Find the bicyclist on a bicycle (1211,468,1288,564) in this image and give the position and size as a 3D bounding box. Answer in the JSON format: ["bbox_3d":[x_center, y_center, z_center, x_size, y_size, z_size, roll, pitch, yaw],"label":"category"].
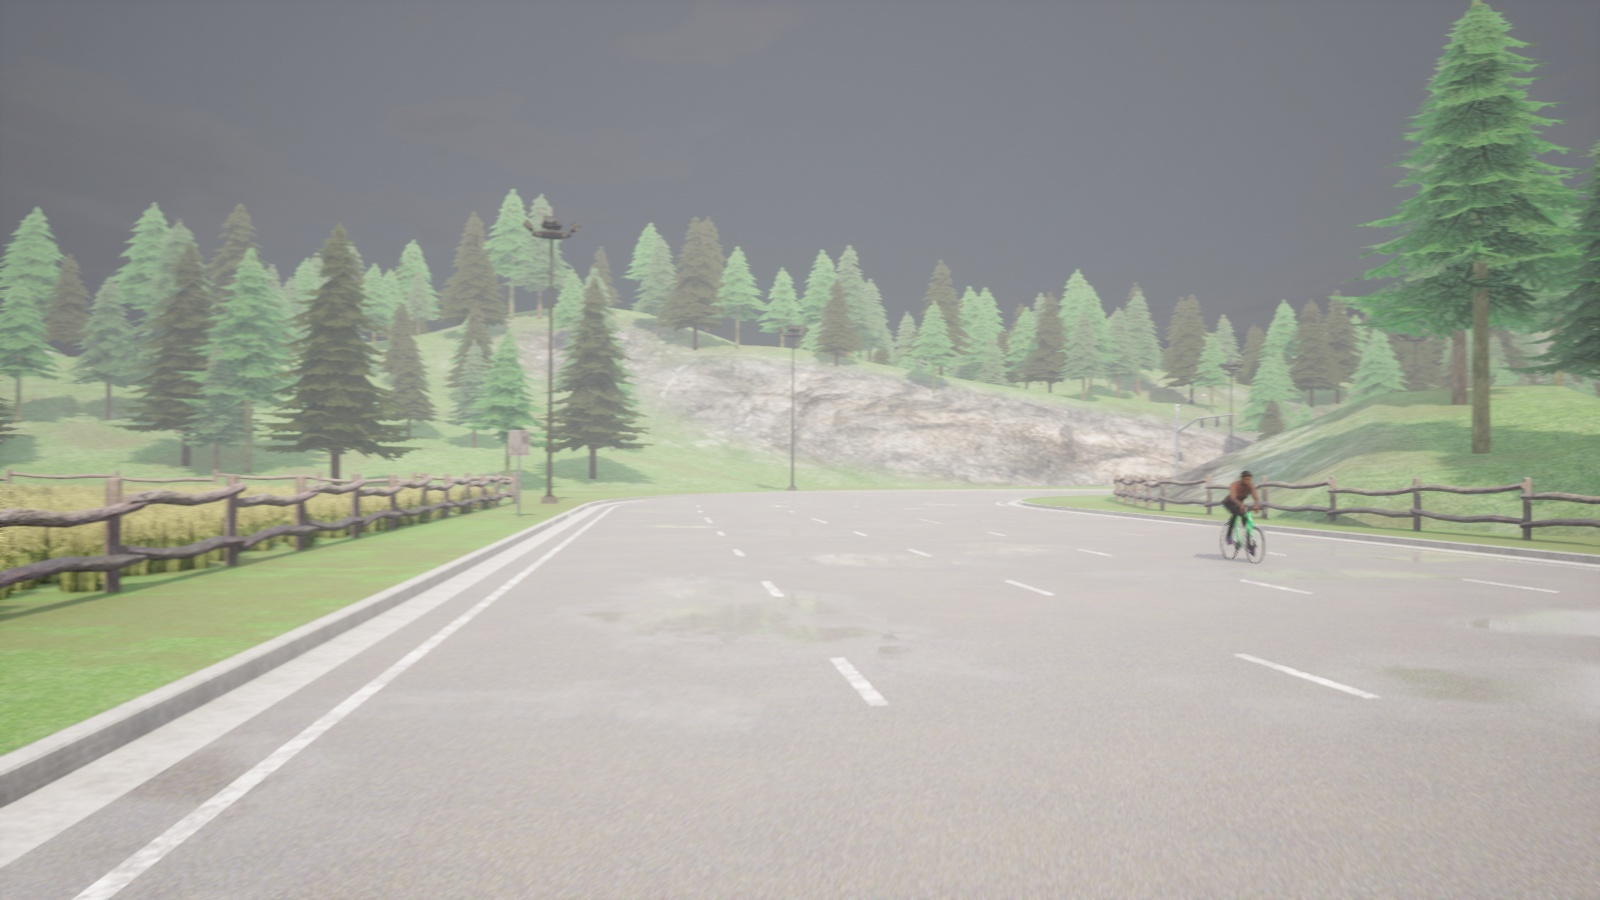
[{"bbox_3d":[7.901,1.122,22.141,0.582,1.620,1.656,0,-1,-7],"label":"bicyclist on a bicycle"}]
